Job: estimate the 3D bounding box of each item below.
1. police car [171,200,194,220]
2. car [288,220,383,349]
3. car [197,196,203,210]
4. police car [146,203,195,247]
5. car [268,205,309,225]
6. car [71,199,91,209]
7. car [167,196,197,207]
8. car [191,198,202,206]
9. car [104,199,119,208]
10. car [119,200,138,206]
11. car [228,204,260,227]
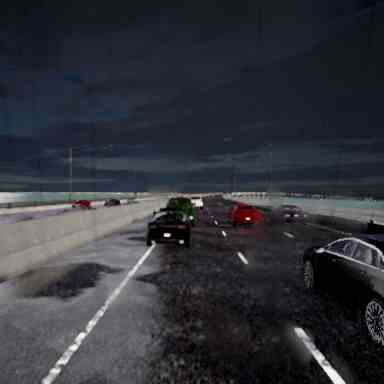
[{"bbox_3d":[-0.815,1.647,31.853,1.930,1.638,5.238,0,0,1],"label":"police car"},{"bbox_3d":[3.622,1.539,6.290,2.128,1.511,4.902,0,0,0],"label":"car"},{"bbox_3d":[0.533,1.563,50.455,2.150,2.045,5.566,0,0,1],"label":"car"},{"bbox_3d":[-0.980,1.539,15.879,1.930,1.638,5.238,0,0,0],"label":"police car"},{"bbox_3d":[7.262,1.728,25.483,2.033,1.411,5.357,0,0,1],"label":"car"},{"bbox_3d":[-17.023,1.872,51.442,1.812,1.442,4.674,0,0,1],"label":"car"},{"bbox_3d":[-0.888,1.407,25.785,2.150,2.045,5.566,0,0,1],"label":"car"},{"bbox_3d":[0.919,1.994,67.411,2.033,1.411,5.357,0,0,2],"label":"car"},{"bbox_3d":[-13.405,1.855,56.361,1.882,1.535,5.008,0,-1,2],"label":"car"},{"bbox_3d":[-9.962,1.928,53.959,1.994,1.385,4.181,0,0,1],"label":"car"},{"bbox_3d":[3.755,1.652,24.554,1.882,1.535,5.008,0,0,1],"label":"car"}]
